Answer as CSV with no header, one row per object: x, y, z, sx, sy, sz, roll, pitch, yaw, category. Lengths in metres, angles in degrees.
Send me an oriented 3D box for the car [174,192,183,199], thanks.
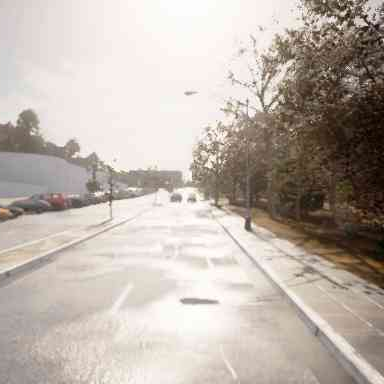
-3.004,0.847,73.229,1.812,1.442,4.674,0,1,0,car

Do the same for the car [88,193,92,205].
-16.854,1.311,46.028,4.892,1.521,2.231,-1,1,-20,car

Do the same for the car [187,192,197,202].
-0.003,1.171,62.809,2.033,1.411,5.357,0,1,0,car

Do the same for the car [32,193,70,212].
-16.894,1.162,37.061,5.566,2.045,2.435,-1,1,-20,car

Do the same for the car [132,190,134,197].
-16.846,0.959,78.995,4.674,1.452,2.002,-1,1,-20,car

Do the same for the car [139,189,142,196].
-16.664,0.765,88.067,5.366,1.575,1.946,-1,1,-20,car

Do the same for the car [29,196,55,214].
-16.862,1.482,34.093,4.674,1.452,2.002,-1,1,-20,car

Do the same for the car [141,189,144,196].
-16.863,0.462,90.989,5.566,2.045,2.435,-1,1,-20,car

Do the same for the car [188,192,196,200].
-0.004,0.823,73.229,1.837,1.490,4.892,0,1,0,car

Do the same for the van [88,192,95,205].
-16.970,1.052,48.965,4.442,1.987,1.878,-1,1,-20,van

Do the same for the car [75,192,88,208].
-16.840,1.093,43.057,5.566,2.045,2.435,-1,0,-20,car

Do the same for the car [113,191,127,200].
-16.821,1.061,69.999,4.792,1.488,2.163,-1,0,-20,car

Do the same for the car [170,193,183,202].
-3.003,0.971,63.193,2.097,1.767,4.553,0,1,0,car

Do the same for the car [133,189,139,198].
-16.817,0.626,82.010,5.566,2.045,2.435,-1,1,-20,car

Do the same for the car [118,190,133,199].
-17.015,0.960,75.922,5.366,1.575,1.946,-1,1,-20,car

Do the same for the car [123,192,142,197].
-16.859,0.678,93.993,4.792,1.488,2.163,-1,2,-20,car

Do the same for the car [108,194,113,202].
-16.828,1.201,57.994,4.792,1.488,2.163,-1,0,-20,car

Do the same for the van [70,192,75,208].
-16.758,1.152,40.105,4.442,1.987,1.878,-1,0,-20,van

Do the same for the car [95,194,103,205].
-16.829,1.115,52.001,4.553,1.767,2.185,-1,1,-20,car

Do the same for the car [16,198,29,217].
-16.842,1.520,28.136,4.792,1.488,2.163,-1,0,-20,car

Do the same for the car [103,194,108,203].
-16.850,1.246,54.975,4.674,1.452,2.002,-1,1,-20,car

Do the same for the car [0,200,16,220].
-16.699,1.502,25.209,5.366,1.575,1.946,-1,0,-20,car
